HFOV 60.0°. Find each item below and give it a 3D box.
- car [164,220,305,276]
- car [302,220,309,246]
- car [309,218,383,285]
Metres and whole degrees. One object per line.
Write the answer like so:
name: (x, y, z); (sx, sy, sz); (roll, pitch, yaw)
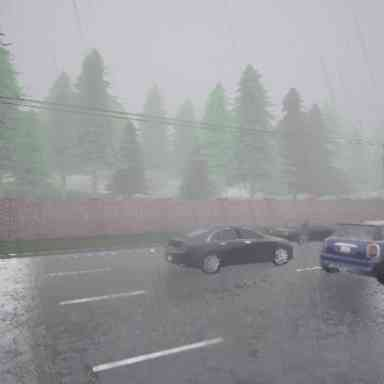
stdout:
car: (1.428, 1.913, 11.854); (4.892, 1.490, 1.837); (0, -2, -28)
car: (6.528, 2.187, 18.481); (4.718, 1.301, 1.895); (0, -2, -28)
car: (6.237, 1.660, 10.437); (4.553, 1.767, 2.097); (0, -2, -28)
